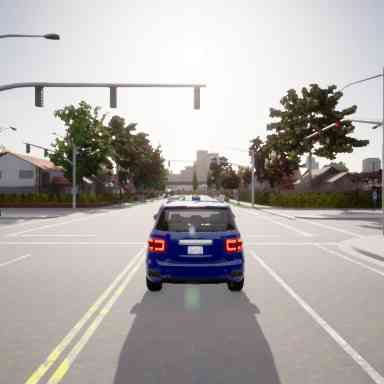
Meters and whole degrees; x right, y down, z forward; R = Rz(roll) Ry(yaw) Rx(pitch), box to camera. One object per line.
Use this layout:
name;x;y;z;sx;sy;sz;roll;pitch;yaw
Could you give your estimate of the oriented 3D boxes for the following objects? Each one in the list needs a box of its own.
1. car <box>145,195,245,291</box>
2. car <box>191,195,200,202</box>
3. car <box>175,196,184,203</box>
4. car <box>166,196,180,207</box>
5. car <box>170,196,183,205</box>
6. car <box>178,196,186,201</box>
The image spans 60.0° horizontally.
car;0.069;1.222;9.162;2.150;2.045;5.566;0;0;0
car;0.833;1.478;74.245;1.882;1.535;5.008;0;0;0
car;-2.685;1.524;71.590;1.812;1.442;4.674;0;0;0
car;-2.896;1.478;51.621;1.882;1.535;5.008;0;0;1
car;-2.821;1.547;61.341;2.033;1.411;5.357;0;0;1
car;-2.595;1.595;85.973;1.895;1.301;4.718;0;0;0
